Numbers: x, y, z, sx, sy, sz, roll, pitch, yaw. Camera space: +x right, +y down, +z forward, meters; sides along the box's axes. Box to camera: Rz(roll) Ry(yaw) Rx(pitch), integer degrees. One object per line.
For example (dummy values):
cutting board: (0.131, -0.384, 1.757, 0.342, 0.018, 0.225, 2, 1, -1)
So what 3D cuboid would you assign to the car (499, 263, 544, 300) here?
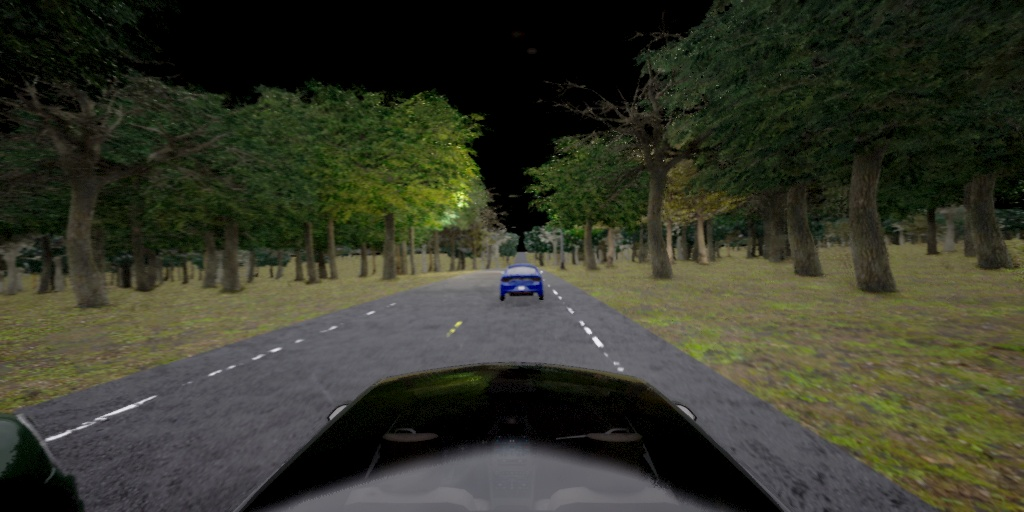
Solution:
car: (0.472, 1.123, 16.988, 1.882, 1.535, 5.008, -1, 0, 2)
